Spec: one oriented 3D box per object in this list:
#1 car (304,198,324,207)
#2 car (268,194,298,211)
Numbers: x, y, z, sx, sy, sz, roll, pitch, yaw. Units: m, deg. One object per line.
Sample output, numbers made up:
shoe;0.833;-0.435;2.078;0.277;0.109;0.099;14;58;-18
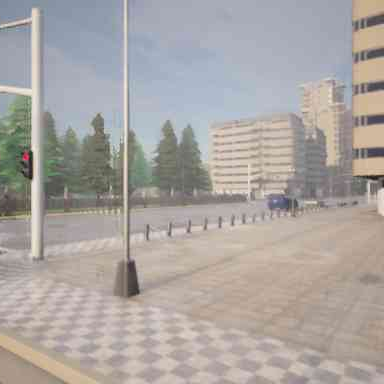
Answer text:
car;19.102;1.627;51.903;1.895;1.301;4.718;0;0;36
car;11.164;1.244;40.798;2.150;2.045;5.566;0;0;36
